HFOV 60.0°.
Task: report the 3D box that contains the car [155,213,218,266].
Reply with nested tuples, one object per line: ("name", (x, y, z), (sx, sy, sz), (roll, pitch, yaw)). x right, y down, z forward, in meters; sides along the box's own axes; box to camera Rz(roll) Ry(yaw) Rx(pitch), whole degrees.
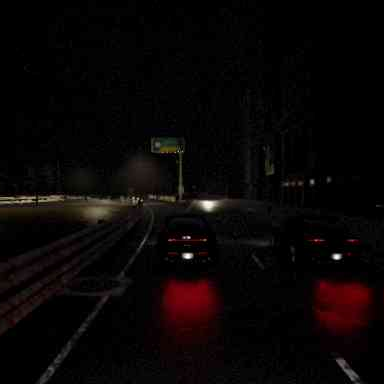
("car", (-0.222, 1.511, 11.584), (1.837, 1.490, 4.892), (0, 0, -3))

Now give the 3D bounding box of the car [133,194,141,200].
("car", (-13.852, 1.311, 83.750), (1.882, 1.535, 5.008), (0, 0, -14))

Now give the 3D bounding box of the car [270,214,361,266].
("car", (4.013, 1.512, 11.489), (1.837, 1.490, 4.892), (0, 0, 2))
